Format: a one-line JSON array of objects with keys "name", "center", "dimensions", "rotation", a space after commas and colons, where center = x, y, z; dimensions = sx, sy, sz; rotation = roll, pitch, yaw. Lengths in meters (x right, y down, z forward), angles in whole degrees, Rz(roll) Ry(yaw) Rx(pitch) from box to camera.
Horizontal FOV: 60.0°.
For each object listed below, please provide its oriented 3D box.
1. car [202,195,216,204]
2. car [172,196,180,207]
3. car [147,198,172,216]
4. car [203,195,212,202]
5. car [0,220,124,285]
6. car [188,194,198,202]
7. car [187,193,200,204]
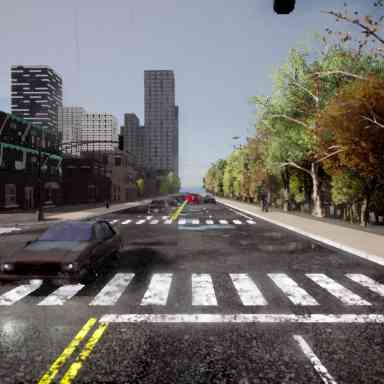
[{"name": "car", "center": [3.482, 1.540, 63.126], "dimensions": [1.994, 1.385, 4.181], "rotation": [0, 0, 0]}, {"name": "car", "center": [-3.242, 1.547, 49.751], "dimensions": [1.994, 1.385, 4.181], "rotation": [0, 0, 0]}, {"name": "car", "center": [-3.282, 1.490, 33.058], "dimensions": [1.837, 1.490, 4.892], "rotation": [0, 1, 0]}, {"name": "car", "center": [3.402, 1.471, 73.082], "dimensions": [1.837, 1.490, 4.892], "rotation": [0, 0, 0]}, {"name": "car", "center": [-3.331, 1.545, 9.770], "dimensions": [2.033, 1.411, 5.357], "rotation": [0, 0, 0]}, {"name": "car", "center": [0.164, 1.325, 72.781], "dimensions": [2.097, 1.767, 4.553], "rotation": [0, 0, 0]}, {"name": "car", "center": [0.228, 1.198, 62.214], "dimensions": [2.150, 2.045, 5.566], "rotation": [0, 0, 1]}]
